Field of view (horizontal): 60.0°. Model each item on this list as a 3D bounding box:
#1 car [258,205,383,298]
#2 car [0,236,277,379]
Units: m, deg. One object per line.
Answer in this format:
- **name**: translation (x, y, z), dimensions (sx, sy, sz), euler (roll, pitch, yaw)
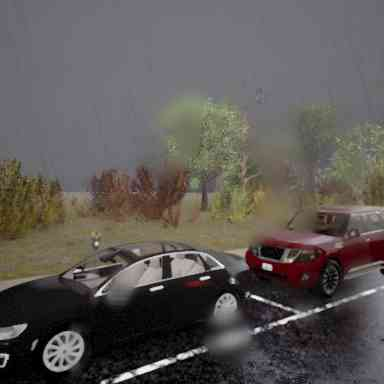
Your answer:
- **car**: translation (3.689, 1.312, 8.699), dimensions (5.009, 1.841, 2.192), euler (0, 1, -35)
- **car**: translation (-0.922, 1.550, 5.427), dimensions (4.403, 1.369, 2.008), euler (0, 1, -35)
